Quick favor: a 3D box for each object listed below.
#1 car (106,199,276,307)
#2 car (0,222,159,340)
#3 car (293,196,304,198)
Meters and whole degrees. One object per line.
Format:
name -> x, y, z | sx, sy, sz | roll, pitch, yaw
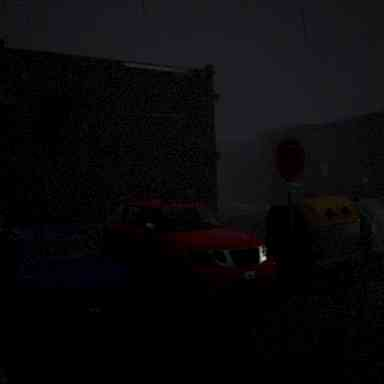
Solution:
car -> -0.488, 1.243, 8.621 | 2.435, 2.045, 5.566 | 0, 0, -36
car -> -2.906, 1.493, 6.938 | 2.097, 1.535, 5.008 | 1, 0, -36
car -> 12.583, 1.147, 38.842 | 1.994, 1.385, 4.181 | -3, -1, -23
